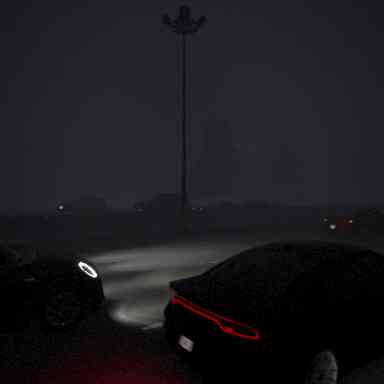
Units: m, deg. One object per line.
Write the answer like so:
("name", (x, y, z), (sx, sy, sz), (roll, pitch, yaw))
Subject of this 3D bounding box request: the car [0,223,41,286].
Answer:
("car", (-6.282, 1.580, 7.793), (4.718, 1.301, 1.895), (0, 0, -35))

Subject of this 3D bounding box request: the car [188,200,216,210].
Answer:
("car", (2.383, 1.540, 29.783), (4.718, 1.301, 1.895), (0, 0, -28))

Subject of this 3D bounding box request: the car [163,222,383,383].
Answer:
("car", (1.998, 1.468, 4.947), (5.008, 1.535, 1.882), (0, 0, -34))

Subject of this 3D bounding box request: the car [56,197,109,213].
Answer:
("car", (-10.111, 1.282, 30.609), (4.553, 1.767, 2.097), (0, 0, -32))

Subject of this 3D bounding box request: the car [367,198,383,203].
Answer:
("car", (27.490, 1.519, 47.778), (4.718, 1.301, 1.895), (0, 0, -17))

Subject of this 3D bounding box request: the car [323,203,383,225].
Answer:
("car", (8.797, 1.495, 17.096), (4.674, 1.442, 1.812), (0, 0, -28))

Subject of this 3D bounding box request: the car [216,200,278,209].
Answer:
("car", (4.774, 1.424, 27.064), (5.008, 1.535, 1.882), (0, 0, -28))

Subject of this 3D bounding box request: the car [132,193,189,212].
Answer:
("car", (-2.717, 1.155, 30.971), (5.566, 2.045, 2.150), (0, 0, -29))

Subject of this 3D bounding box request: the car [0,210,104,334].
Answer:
("car", (-3.766, 1.339, 5.236), (4.553, 1.767, 2.097), (0, 0, -36))
